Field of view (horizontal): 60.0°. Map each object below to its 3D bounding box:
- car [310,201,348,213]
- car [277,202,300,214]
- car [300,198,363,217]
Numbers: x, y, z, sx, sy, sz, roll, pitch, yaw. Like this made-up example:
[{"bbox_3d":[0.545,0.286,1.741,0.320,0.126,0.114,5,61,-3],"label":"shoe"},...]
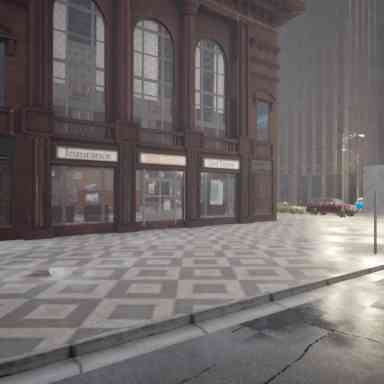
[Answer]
[{"bbox_3d":[17.704,1.899,43.138,1.802,1.307,4.206,-1,0,-35],"label":"car"},{"bbox_3d":[10.842,1.800,38.074,1.752,1.417,4.829,0,0,-35],"label":"car"},{"bbox_3d":[13.986,1.523,33.620,2.192,1.841,5.009,0,0,-35],"label":"car"}]
